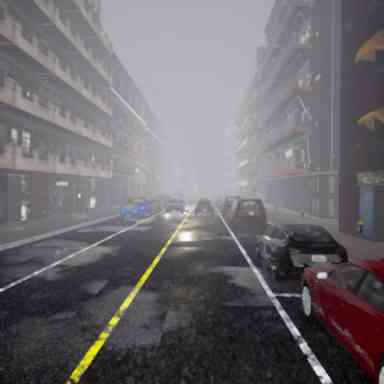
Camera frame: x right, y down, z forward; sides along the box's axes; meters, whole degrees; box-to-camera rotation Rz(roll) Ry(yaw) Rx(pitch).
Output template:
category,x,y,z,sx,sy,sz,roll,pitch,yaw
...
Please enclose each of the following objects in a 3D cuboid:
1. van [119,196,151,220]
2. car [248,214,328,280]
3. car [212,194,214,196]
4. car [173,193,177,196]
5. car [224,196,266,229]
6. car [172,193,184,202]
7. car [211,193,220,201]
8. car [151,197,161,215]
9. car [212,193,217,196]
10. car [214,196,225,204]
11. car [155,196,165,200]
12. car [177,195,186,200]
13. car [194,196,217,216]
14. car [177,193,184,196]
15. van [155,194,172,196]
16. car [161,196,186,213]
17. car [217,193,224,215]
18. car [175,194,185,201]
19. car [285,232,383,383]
category,x,y,z,sx,sy,sz,roll,pitch,yaw
van,-4.696,1.247,27.072,1.690,1.788,3.998,0,0,2
car,3.001,1.560,9.746,1.947,1.339,4.313,0,0,2
car,1.613,1.387,43.384,1.882,1.535,5.008,0,0,3
car,-3.881,1.177,49.713,2.192,1.841,5.009,0,0,2
car,3.429,1.285,21.064,2.192,1.841,5.009,0,0,2
car,-3.012,1.137,72.352,2.192,1.841,5.009,0,0,2
car,5.790,1.171,83.322,2.192,1.841,5.009,0,0,2
car,-4.480,1.477,32.732,1.802,1.307,4.206,0,0,2
car,4.718,1.345,55.024,1.967,1.590,4.097,0,0,2
car,4.939,1.419,60.853,1.752,1.417,4.829,0,0,2
car,-4.268,1.466,38.391,1.802,1.307,4.206,0,0,2
car,-2.581,1.369,83.672,1.947,1.339,4.313,0,0,2
car,1.217,1.458,31.950,1.812,1.442,4.674,0,0,3
car,-3.225,1.383,66.693,2.008,1.369,4.403,0,0,2
van,-4.067,1.214,44.052,1.690,1.788,3.998,0,0,2
car,-1.698,1.453,35.701,2.033,1.411,5.357,0,0,2
car,3.858,1.262,32.385,2.192,1.841,5.009,0,0,2
car,-2.796,1.253,78.012,1.967,1.590,4.097,0,0,2
car,2.799,1.551,4.428,1.887,1.381,4.507,0,0,2
